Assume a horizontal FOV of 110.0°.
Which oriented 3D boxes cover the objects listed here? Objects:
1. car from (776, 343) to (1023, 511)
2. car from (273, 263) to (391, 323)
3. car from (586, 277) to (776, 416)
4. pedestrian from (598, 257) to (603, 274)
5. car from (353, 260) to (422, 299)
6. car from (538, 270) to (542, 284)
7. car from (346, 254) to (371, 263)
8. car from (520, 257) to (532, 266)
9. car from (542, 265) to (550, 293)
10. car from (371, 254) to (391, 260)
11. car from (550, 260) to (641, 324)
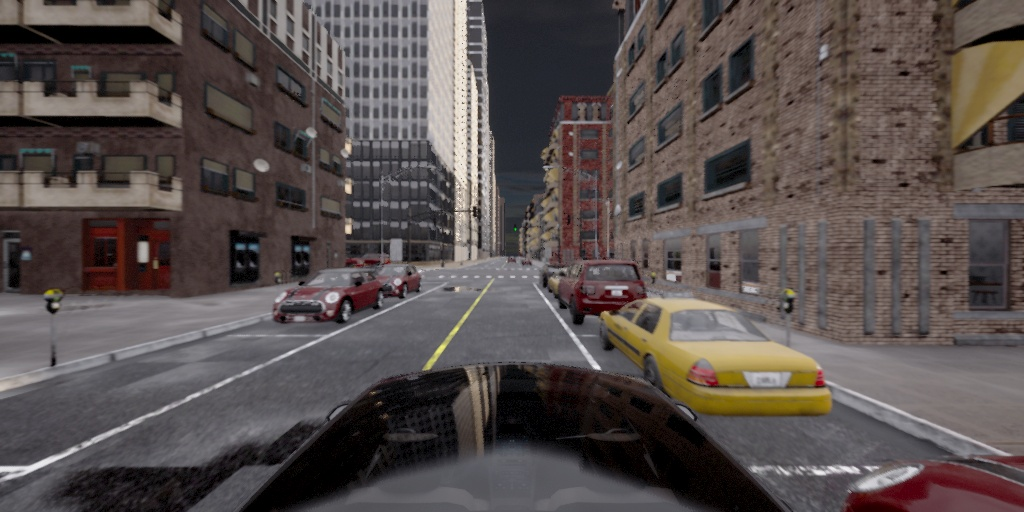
[{"bbox_3d":[2.690,1.196,0.247,1.967,1.591,4.097,0,0,0],"label":"car"},{"bbox_3d":[-5.692,1.148,11.609,1.967,1.591,4.097,0,0,0],"label":"car"},{"bbox_3d":[2.689,1.257,6.100,1.751,1.417,4.829,0,0,0],"label":"car"},{"bbox_3d":[7.130,0.935,29.834,0.375,1.860,0.375,0,0,0],"label":"pedestrian"},{"bbox_3d":[-5.693,1.124,17.291,1.967,1.591,4.097,0,0,0],"label":"car"},{"bbox_3d":[2.686,1.227,22.977,1.948,1.339,4.313,0,0,0],"label":"car"},{"bbox_3d":[-17.582,0.613,36.636,5.009,1.841,2.192,0,0,0],"label":"car"},{"bbox_3d":[2.729,1.082,65.000,1.802,1.307,4.207,0,0,0],"label":"car"},{"bbox_3d":[2.687,1.210,17.465,1.751,1.417,4.829,0,0,0],"label":"car"},{"bbox_3d":[-17.718,0.598,45.016,5.009,1.841,2.192,0,0,0],"label":"car"},{"bbox_3d":[2.688,1.023,11.612,2.192,1.841,5.009,0,0,0],"label":"car"}]
